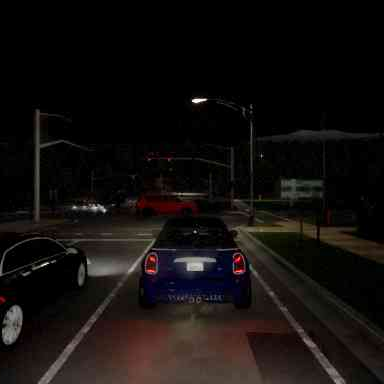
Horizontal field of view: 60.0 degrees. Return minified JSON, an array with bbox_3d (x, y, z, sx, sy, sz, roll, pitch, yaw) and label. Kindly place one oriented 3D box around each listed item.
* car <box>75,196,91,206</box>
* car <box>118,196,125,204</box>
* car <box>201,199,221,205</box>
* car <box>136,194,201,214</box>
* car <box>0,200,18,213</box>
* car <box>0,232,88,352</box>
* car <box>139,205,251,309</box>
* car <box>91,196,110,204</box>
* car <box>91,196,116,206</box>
[{"bbox_3d":[-17.941,1.477,55.685,1.882,1.535,5.008,0,0,1],"label":"car"},{"bbox_3d":[-14.310,1.547,64.121,2.033,1.411,5.357,0,0,1],"label":"car"},{"bbox_3d":[1.115,1.525,36.722,4.674,1.442,1.812,0,0,0],"label":"car"},{"bbox_3d":[-2.207,1.221,29.724,5.566,2.045,2.150,0,0,1],"label":"car"},{"bbox_3d":[-21.726,1.564,36.894,4.181,1.385,1.994,0,0,0],"label":"car"},{"bbox_3d":[-3.440,1.505,6.145,1.837,1.490,4.892,0,0,0],"label":"car"},{"bbox_3d":[0.070,1.352,8.049,2.097,1.767,4.553,0,0,0],"label":"car"},{"bbox_3d":[-17.786,1.491,64.875,2.128,1.511,4.902,0,0,1],"label":"car"},{"bbox_3d":[-14.473,1.601,54.472,1.895,1.301,4.718,0,0,1],"label":"car"}]
